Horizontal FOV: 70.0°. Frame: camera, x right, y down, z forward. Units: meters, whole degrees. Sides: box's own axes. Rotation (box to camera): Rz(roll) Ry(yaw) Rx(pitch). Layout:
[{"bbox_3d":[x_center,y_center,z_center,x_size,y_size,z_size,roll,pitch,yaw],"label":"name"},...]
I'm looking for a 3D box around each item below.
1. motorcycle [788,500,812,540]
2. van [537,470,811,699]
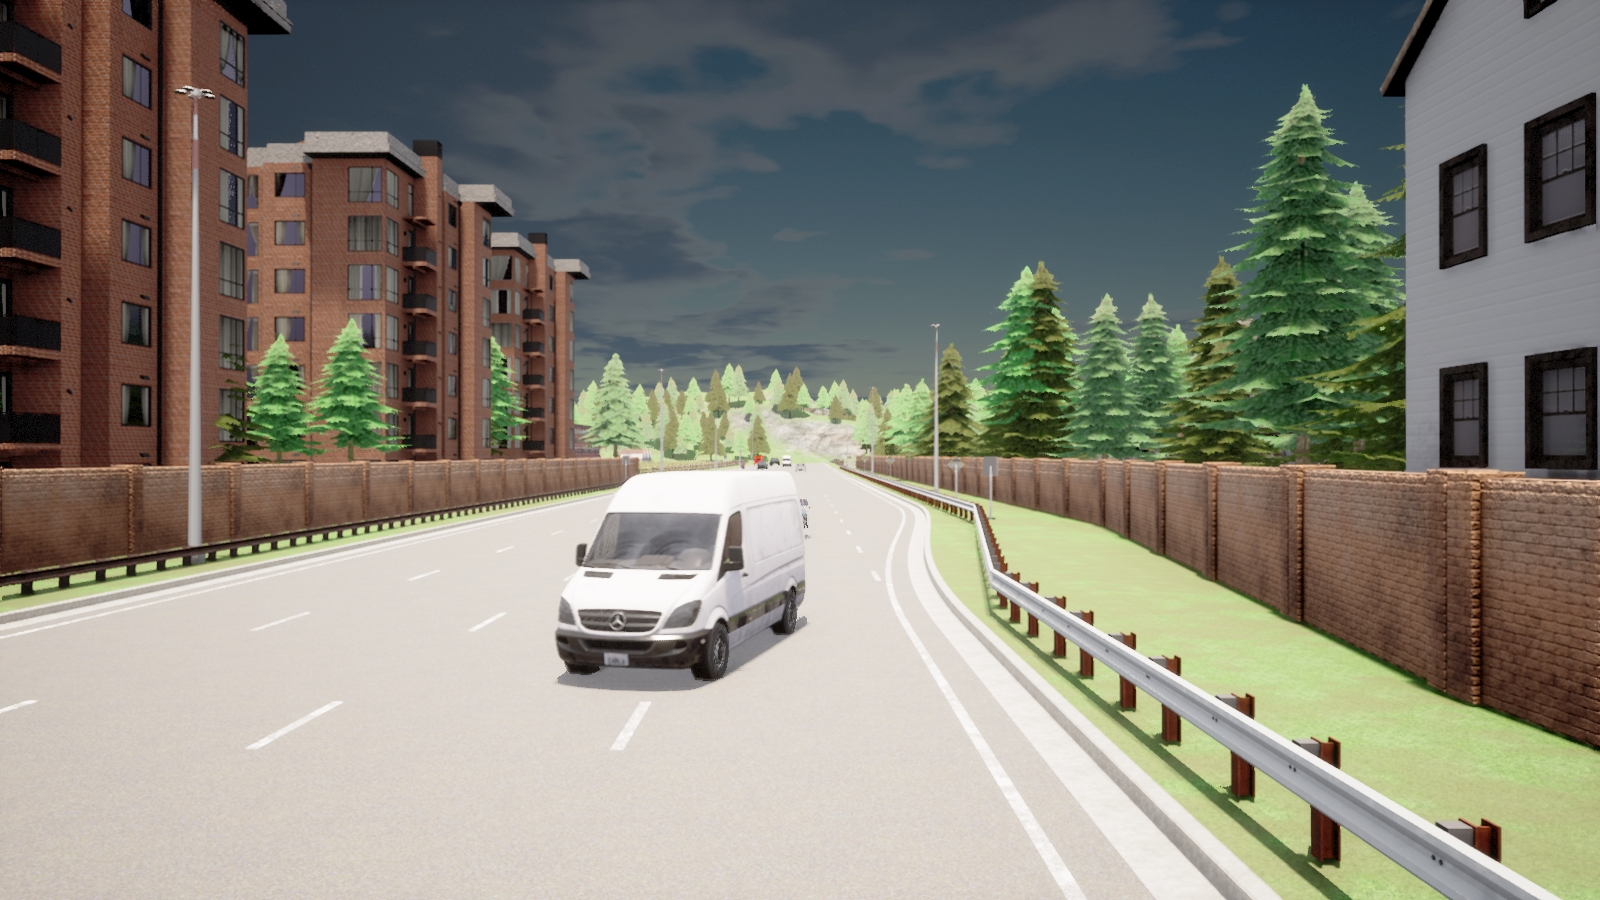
[{"bbox_3d":[0.008,2.346,38.548,0.803,1.199,2.033,0,0,0],"label":"motorcycle"},{"bbox_3d":[-1.483,1.607,16.337,1.988,2.561,5.915,0,0,14],"label":"van"}]
